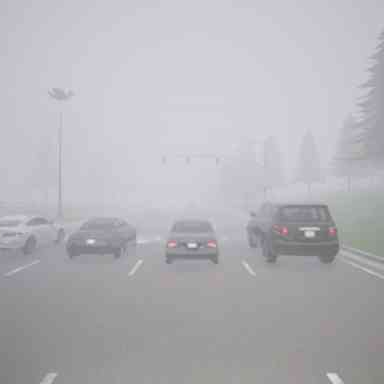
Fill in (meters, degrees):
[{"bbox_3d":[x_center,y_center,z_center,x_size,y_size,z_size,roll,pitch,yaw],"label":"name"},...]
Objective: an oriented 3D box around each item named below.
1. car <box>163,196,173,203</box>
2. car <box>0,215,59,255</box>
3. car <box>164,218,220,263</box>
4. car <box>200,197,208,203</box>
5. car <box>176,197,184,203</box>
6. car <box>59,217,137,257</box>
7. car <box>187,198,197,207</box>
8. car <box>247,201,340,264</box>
[{"bbox_3d":[-7.014,2.146,93.692,2.150,2.045,5.566,0,-1,0],"label":"car"},{"bbox_3d":[-6.978,1.665,13.887,1.812,1.442,4.674,0,0,0],"label":"car"},{"bbox_3d":[0.011,1.673,12.520,2.033,1.411,5.357,0,-1,0],"label":"car"},{"bbox_3d":[3.486,2.421,93.661,1.837,1.490,4.892,0,-1,0],"label":"car"},{"bbox_3d":[-3.514,2.450,94.076,1.812,1.442,4.674,0,-1,0],"label":"car"},{"bbox_3d":[-3.480,1.700,13.500,1.994,1.385,4.181,0,0,0],"label":"car"},{"bbox_3d":[-0.010,2.227,63.078,1.895,1.301,4.718,0,-1,0],"label":"car"},{"bbox_3d":[3.511,1.350,12.539,2.150,2.045,5.566,0,0,0],"label":"car"}]
